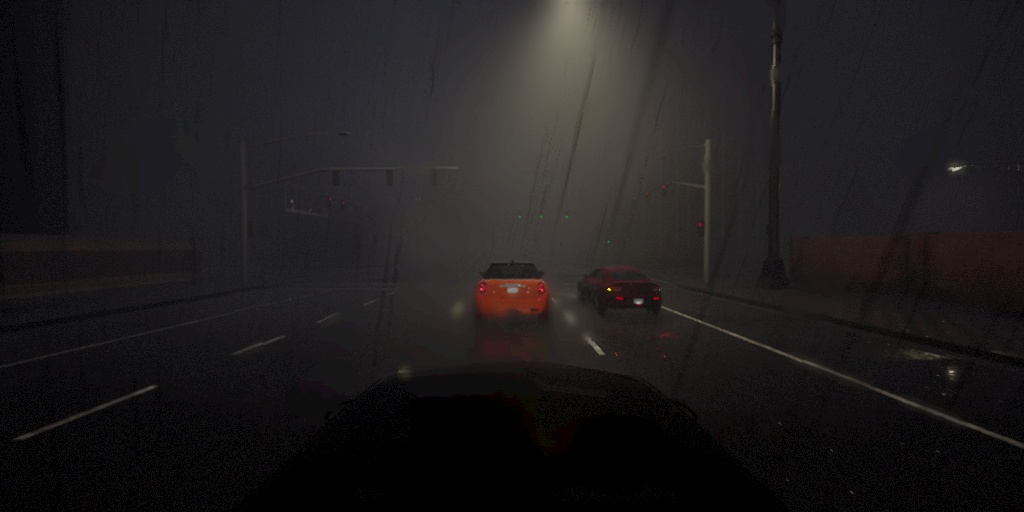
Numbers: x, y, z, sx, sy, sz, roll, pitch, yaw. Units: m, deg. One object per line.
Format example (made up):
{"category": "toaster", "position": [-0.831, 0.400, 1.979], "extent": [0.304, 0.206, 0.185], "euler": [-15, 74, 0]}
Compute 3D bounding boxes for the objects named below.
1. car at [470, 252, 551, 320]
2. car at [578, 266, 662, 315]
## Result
{"category": "car", "position": [0.011, 0.886, 11.674], "extent": [2.097, 1.767, 4.553], "euler": [0, 1, 0]}
{"category": "car", "position": [3.509, 1.045, 12.256], "extent": [1.812, 1.442, 4.674], "euler": [0, 1, 0]}
